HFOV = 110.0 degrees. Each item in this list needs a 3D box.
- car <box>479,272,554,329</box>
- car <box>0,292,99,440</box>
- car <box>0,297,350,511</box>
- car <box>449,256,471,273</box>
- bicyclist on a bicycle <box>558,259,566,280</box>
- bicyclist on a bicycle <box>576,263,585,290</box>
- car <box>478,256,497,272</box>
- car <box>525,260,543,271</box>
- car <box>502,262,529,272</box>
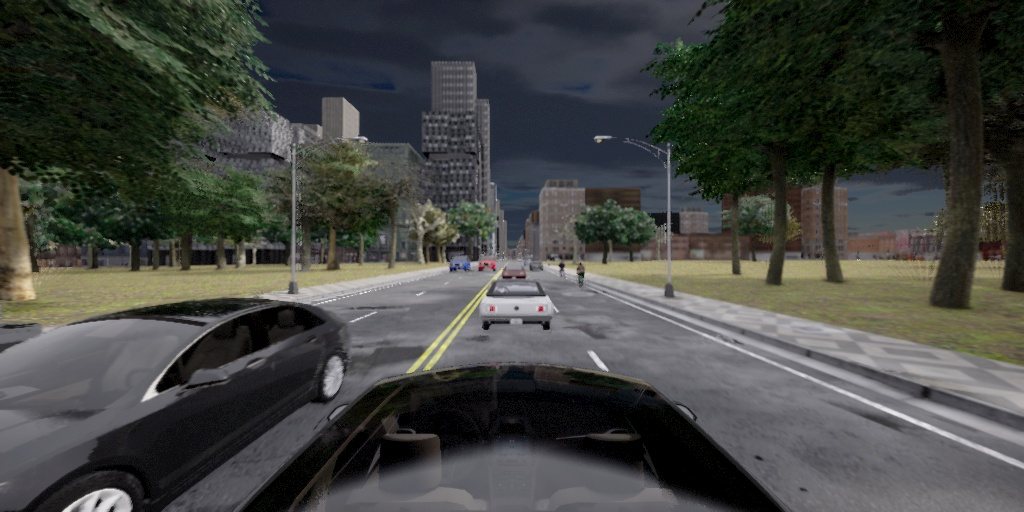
[{"bbox_3d":[0.117,1.356,11.191,1.895,1.301,4.718,0,0,0],"label":"car"},{"bbox_3d":[-6.601,1.237,2.349,2.128,1.511,4.902,0,0,0],"label":"car"},{"bbox_3d":[-3.348,1.253,3.521,1.837,1.490,4.892,0,0,0],"label":"car"},{"bbox_3d":[-6.493,1.032,45.372,2.150,2.045,5.566,0,0,0],"label":"car"},{"bbox_3d":[4.199,1.156,30.334,0.659,1.776,1.843,0,0,0],"label":"bicyclist on a bicycle"},{"bbox_3d":[4.182,1.223,21.744,0.582,1.620,1.656,0,0,0],"label":"bicyclist on a bicycle"},{"bbox_3d":[-3.234,1.041,47.826,2.150,2.045,5.566,0,-1,0],"label":"car"},{"bbox_3d":[3.447,1.323,51.659,2.128,1.511,4.902,0,0,0],"label":"car"},{"bbox_3d":[0.153,1.381,29.292,1.895,1.301,4.718,0,0,0],"label":"car"}]
